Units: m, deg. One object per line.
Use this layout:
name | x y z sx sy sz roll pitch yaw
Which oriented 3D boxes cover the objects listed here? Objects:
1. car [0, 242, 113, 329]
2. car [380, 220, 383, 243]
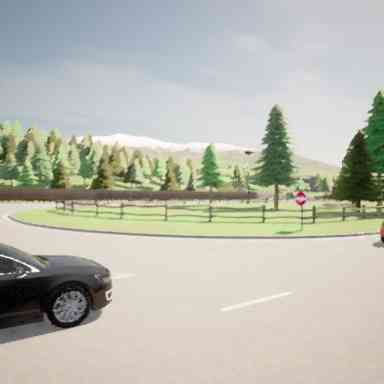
car | -3.738 1.505 5.380 4.892 1.490 1.837 1 0 -36
car | 11.031 1.539 15.932 4.553 1.767 2.097 1 0 -36
